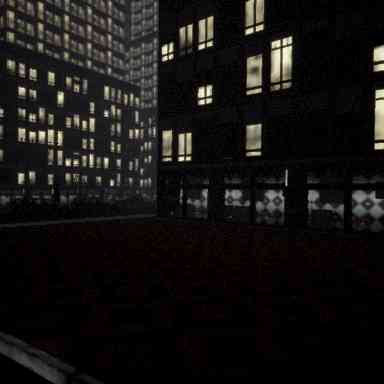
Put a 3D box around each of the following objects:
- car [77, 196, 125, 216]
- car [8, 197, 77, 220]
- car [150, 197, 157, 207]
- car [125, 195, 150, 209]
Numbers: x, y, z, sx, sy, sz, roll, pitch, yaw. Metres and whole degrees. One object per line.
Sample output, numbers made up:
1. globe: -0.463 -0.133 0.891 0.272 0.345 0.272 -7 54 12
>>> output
1. car: -9.535 1.421 32.837 2.192 1.841 5.009 1 0 39
2. car: -12.921 1.412 28.430 2.192 1.841 5.009 1 0 39
3. car: -5.327 1.484 50.800 1.967 1.590 4.097 1 0 39
4. car: -8.788 1.347 46.450 2.192 1.841 5.009 1 0 39
